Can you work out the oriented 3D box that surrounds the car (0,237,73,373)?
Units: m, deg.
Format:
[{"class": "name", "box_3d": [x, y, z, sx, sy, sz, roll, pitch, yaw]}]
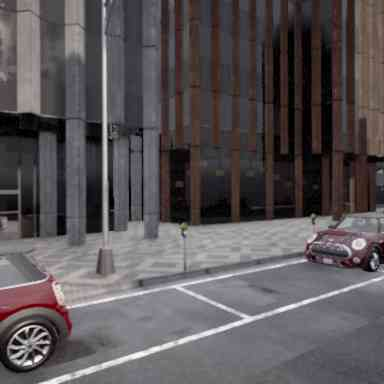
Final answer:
[{"class": "car", "box_3d": [-3.730, 1.442, 3.991, 4.097, 1.590, 1.967, 0, 0, -35]}]

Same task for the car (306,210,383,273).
[{"class": "car", "box_3d": [5.449, 1.412, 10.537, 4.097, 1.590, 1.967, 0, 0, -35]}]
